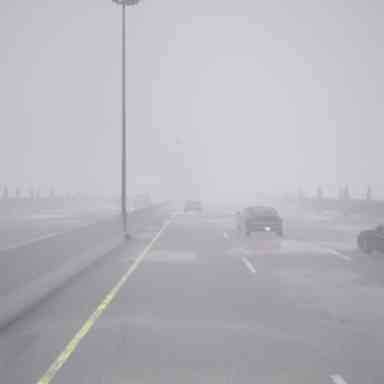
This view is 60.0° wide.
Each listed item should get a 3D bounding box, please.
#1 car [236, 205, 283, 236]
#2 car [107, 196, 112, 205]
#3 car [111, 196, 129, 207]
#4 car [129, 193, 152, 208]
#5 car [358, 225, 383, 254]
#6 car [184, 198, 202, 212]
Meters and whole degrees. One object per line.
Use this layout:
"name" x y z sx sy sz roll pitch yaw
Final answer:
"car" 3.597 1.486 18.231 1.837 1.490 4.892 0 0 0
"car" -13.693 1.417 59.406 1.882 1.535 5.008 0 0 2
"car" -10.436 1.453 50.914 1.837 1.490 4.892 0 0 2
"car" -7.006 1.173 47.515 2.150 2.045 5.566 0 0 1
"car" 7.098 1.515 10.495 1.812 1.442 4.674 0 0 0
"car" 0.095 1.454 37.168 2.128 1.511 4.902 0 0 0
